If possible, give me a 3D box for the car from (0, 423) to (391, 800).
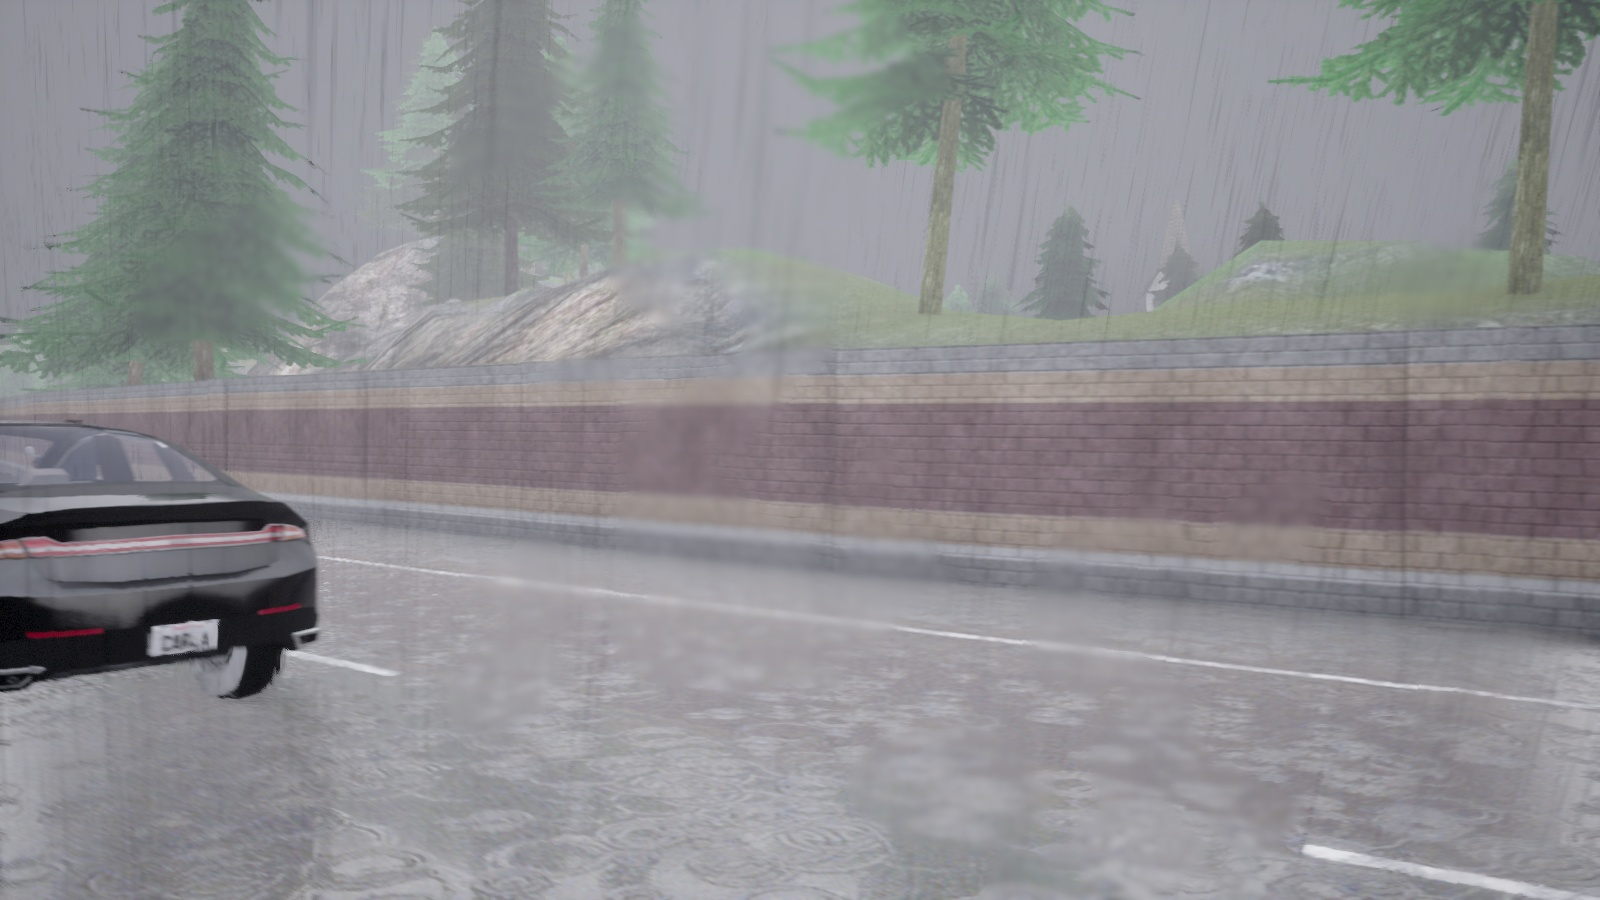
[{"bbox_3d":[-4.711,0.634,7.111,4.902,1.511,2.128,0,1,37],"label":"car"}]
